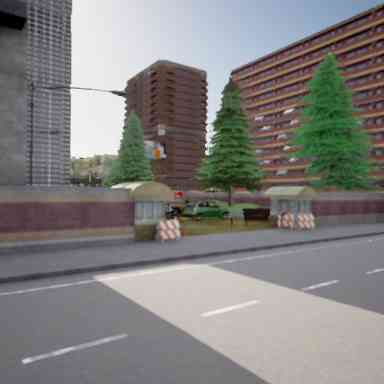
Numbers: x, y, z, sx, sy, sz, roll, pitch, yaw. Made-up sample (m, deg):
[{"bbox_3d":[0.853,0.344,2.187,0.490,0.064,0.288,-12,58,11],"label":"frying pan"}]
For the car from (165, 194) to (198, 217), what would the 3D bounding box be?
[{"bbox_3d":[-0.745,1.373,31.779,4.605,1.855,1.932,1,0,-35],"label":"car"}]

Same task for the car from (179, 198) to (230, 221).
[{"bbox_3d":[1.286,1.534,27.732,3.988,1.617,1.851,1,0,-35],"label":"car"}]
